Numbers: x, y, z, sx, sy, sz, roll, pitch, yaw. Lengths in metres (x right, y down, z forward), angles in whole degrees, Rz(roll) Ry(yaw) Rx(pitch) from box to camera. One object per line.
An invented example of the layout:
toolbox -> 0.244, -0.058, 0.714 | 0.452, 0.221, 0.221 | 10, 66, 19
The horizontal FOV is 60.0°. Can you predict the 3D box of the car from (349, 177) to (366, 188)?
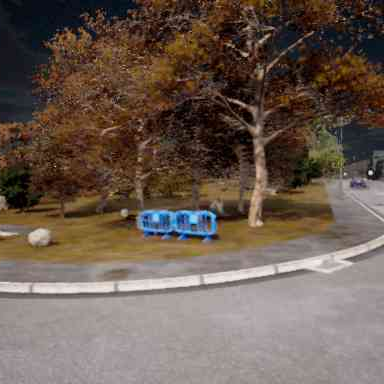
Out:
car -> 27.102, -1.670, 54.597 | 2.097, 1.767, 4.553 | 1, 3, 21
